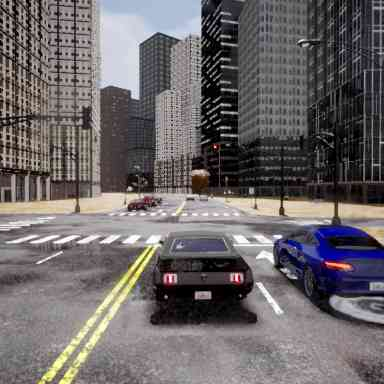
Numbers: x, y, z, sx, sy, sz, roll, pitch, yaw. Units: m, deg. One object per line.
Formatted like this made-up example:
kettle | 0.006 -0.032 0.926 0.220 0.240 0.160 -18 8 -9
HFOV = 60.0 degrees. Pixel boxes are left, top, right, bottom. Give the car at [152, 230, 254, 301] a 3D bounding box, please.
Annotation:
car | 0.111 1.598 8.286 1.895 1.301 4.718 0 0 -3

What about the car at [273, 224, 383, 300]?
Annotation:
car | 3.354 1.523 8.254 1.812 1.442 4.674 0 0 1

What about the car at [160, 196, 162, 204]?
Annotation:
car | -6.502 1.416 60.890 2.128 1.511 4.902 0 0 0

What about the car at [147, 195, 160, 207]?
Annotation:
car | -6.520 1.299 50.599 2.097 1.767 4.553 0 0 0

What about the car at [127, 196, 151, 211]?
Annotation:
car | -6.535 1.530 40.350 1.994 1.385 4.181 0 0 0

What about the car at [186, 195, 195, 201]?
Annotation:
car | -0.427 1.469 80.443 1.895 1.301 4.718 0 0 -4

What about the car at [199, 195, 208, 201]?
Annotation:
car | 2.822 1.396 80.556 1.812 1.442 4.674 0 0 -4
